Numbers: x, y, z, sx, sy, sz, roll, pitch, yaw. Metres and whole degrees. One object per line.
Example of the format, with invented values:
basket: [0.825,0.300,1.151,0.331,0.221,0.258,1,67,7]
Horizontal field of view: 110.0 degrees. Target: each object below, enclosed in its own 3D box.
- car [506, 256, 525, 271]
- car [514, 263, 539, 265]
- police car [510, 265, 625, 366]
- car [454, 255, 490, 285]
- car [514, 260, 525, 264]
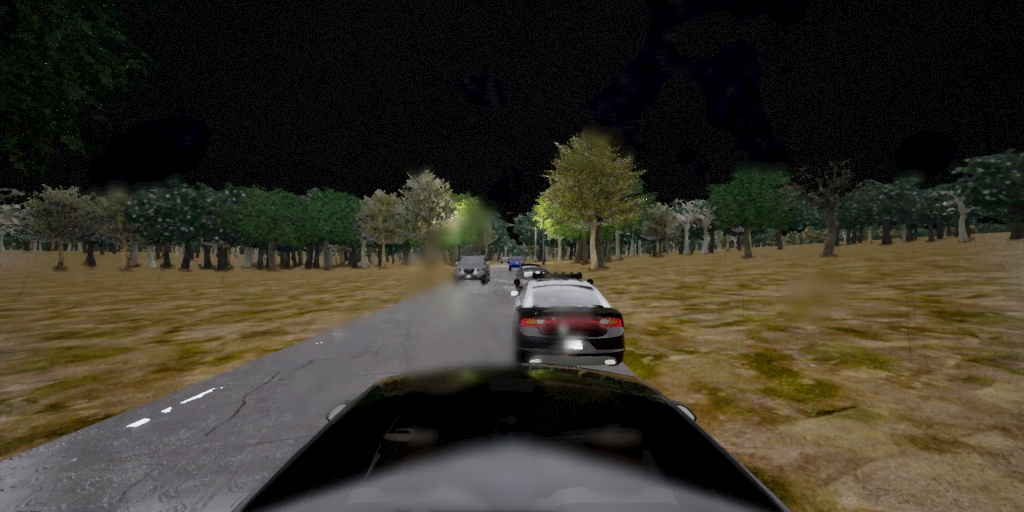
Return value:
car: [0.674,0.999,50.099,2.150,2.045,5.566,0,0,1]
car: [1.119,1.276,18.003,1.812,1.442,4.674,0,0,1]
police car: [0.996,1.174,8.112,1.930,1.638,5.238,0,0,1]
car: [-2.781,0.977,26.125,2.150,2.045,5.566,0,0,1]
car: [1.193,1.259,24.002,1.837,1.490,4.892,0,0,1]
